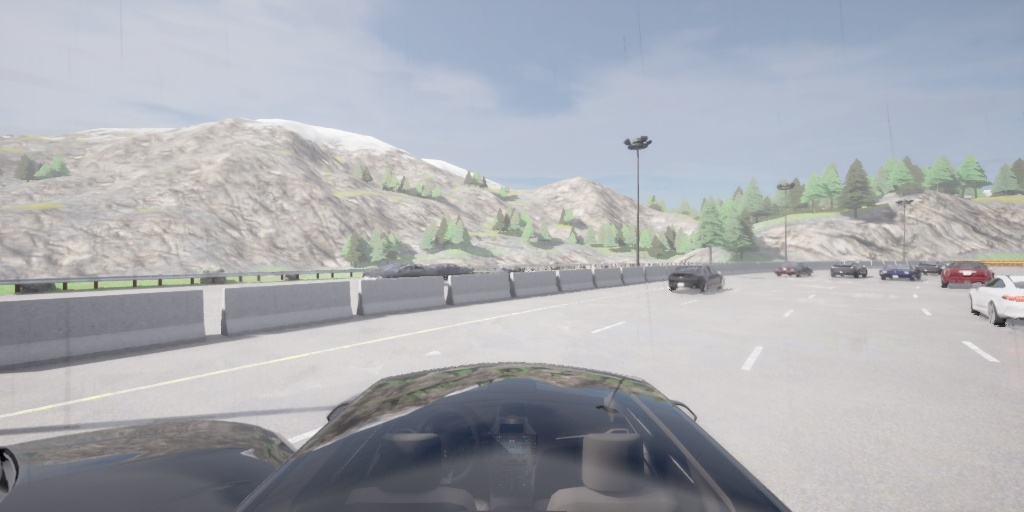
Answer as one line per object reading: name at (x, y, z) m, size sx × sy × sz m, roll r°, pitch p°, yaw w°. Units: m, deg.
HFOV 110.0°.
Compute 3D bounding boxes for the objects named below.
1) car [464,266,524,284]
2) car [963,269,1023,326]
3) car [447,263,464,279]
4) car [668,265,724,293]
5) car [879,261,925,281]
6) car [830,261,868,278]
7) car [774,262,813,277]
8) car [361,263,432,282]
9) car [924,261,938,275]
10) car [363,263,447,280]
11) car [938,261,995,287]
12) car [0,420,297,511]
car at (-0.688, 1.355, 24.512) m, size 1.895 × 1.301 × 4.718 m, roll 0°, pitch 0°, yaw 44°
car at (15.341, 1.277, 10.606) m, size 1.812 × 1.442 × 4.674 m, roll 0°, pitch 0°, yaw 44°
car at (-5.773, 1.303, 29.327) m, size 2.033 × 1.411 × 5.357 m, roll 0°, pitch 0°, yaw 44°
car at (10.759, 1.260, 20.847) m, size 4.892 × 1.490 × 1.837 m, roll -1°, pitch 0°, yaw -44°
car at (32.289, 1.356, 29.750) m, size 4.718 × 1.301 × 1.895 m, roll 0°, pitch 0°, yaw -35°
car at (31.367, 1.248, 33.367) m, size 4.902 × 1.511 × 2.128 m, roll 0°, pitch 0°, yaw -35°
car at (27.509, 1.303, 34.956) m, size 5.357 × 1.411 × 2.033 m, roll 0°, pitch 0°, yaw -36°
car at (-9.657, 1.303, 30.322) m, size 2.033 × 1.411 × 5.357 m, roll 0°, pitch 0°, yaw 44°
car at (43.304, 1.248, 36.892) m, size 4.902 × 1.511 × 2.128 m, roll 0°, pitch 0°, yaw -31°
car at (-6.943, 1.246, 22.898) m, size 2.128 × 1.511 × 4.902 m, roll 0°, pitch 0°, yaw 43°
car at (29.665, 1.105, 23.363) m, size 4.553 × 1.767 × 2.097 m, roll 0°, pitch 0°, yaw -38°
car at (-2.983, 1.255, 0.550) m, size 4.892 × 1.490 × 1.837 m, roll 0°, pitch 0°, yaw -45°
